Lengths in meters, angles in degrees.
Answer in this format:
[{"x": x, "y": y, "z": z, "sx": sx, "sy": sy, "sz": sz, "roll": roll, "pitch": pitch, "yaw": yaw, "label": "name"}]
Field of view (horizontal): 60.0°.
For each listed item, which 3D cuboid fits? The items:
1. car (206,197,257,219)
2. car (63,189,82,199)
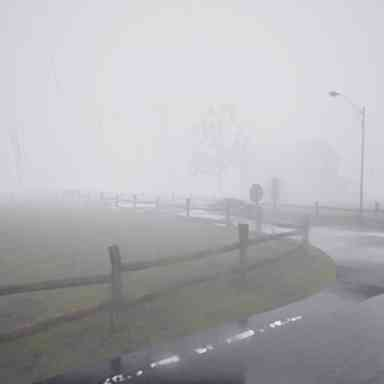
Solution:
[{"x": 2.900, "y": 1.127, "z": 24.846, "sx": 1.812, "sy": 1.442, "sz": 4.674, "roll": 1, "pitch": 1, "yaw": -34, "label": "car"}, {"x": -18.152, "y": 0.303, "z": 50.351, "sx": 2.128, "sy": 1.511, "sz": 4.902, "roll": 1, "pitch": 1, "yaw": -35, "label": "car"}]
